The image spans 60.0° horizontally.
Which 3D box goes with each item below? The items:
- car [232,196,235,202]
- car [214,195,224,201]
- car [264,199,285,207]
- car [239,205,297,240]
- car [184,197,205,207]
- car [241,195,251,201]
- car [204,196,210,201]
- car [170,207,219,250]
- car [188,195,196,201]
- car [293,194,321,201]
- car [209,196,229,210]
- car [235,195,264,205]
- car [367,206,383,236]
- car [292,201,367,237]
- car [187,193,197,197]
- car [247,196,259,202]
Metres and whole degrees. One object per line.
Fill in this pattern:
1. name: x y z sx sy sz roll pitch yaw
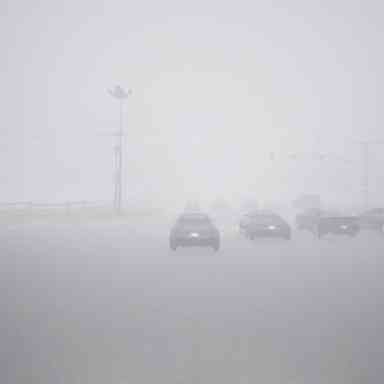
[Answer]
1. car: 10.505 1.572 77.067 1.837 1.490 4.892 0 0 0
2. car: 7.006 1.552 86.935 2.128 1.511 4.902 0 0 0
3. car: 10.590 1.566 42.887 1.812 1.442 4.674 0 0 0
4. car: 3.603 1.580 17.051 1.994 1.385 4.181 0 0 0
5. car: 0.101 1.581 36.443 2.033 1.411 5.357 0 0 0
6. car: 14.006 1.502 86.934 1.882 1.535 5.008 0 0 0
7. car: 3.505 1.596 76.544 2.128 1.511 4.902 0 0 0
8. car: 0.103 1.578 14.518 1.994 1.385 4.181 0 0 0
9. car: 0.006 1.507 86.936 1.882 1.535 5.008 0 0 0
10. car: 14.101 1.260 41.024 2.150 2.045 5.566 0 0 0
11. car: 3.601 1.603 42.364 1.994 1.385 4.181 0 0 0
12. car: 7.101 1.531 41.773 2.128 1.511 4.902 0 0 0
13. car: 10.604 1.522 18.122 1.837 1.490 4.892 0 0 0
14. car: 7.104 1.495 18.010 1.882 1.535 5.008 0 0 0
15. car: 0.005 1.295 76.198 2.150 2.045 5.566 0 0 0
16. car: 14.005 1.667 76.747 1.895 1.301 4.718 0 0 0
